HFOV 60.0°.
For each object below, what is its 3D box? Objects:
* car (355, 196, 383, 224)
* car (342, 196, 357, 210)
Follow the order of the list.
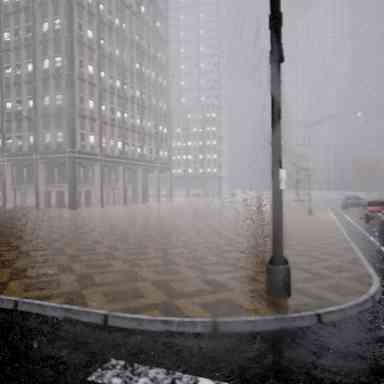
[{"bbox_3d":[12.217,1.242,21.977,1.812,1.442,4.674,-1,1,20],"label":"car"},{"bbox_3d":[16.967,1.090,35.184,2.033,1.411,5.357,-1,1,20],"label":"car"}]
